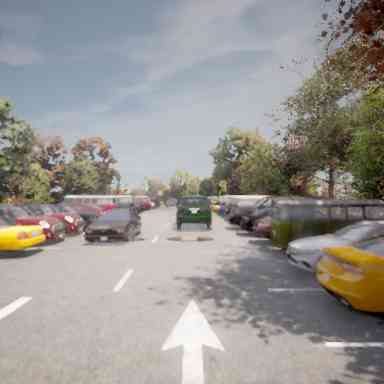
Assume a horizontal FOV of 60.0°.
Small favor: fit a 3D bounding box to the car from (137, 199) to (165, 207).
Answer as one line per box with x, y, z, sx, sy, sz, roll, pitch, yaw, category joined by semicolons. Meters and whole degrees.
-8.224;2.188;67.524;5.366;1.575;1.946;0;-1;0;car

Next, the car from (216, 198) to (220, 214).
5.046;1.531;31.299;5.008;1.535;2.097;0;-1;0;car

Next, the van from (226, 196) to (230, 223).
5.157;1.274;25.778;4.442;1.987;1.878;0;0;0;van

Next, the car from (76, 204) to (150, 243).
-3.634;1.556;16.434;2.033;1.411;5.357;-1;0;1;car

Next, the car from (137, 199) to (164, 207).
-8.033;2.122;64.756;4.892;1.521;2.231;0;-1;0;car

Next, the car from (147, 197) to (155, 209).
-8.033;1.768;45.334;5.008;1.535;2.097;0;-1;0;car

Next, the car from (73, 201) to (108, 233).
-8.045;1.496;20.370;5.008;1.535;2.097;0;0;0;car

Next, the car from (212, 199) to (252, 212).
5.035;1.719;42.377;4.892;1.521;2.231;0;-1;0;car

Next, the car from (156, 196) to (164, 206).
-8.067;1.704;56.441;5.566;2.045;2.435;0;-1;0;car

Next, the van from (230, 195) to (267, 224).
5.157;1.272;23.133;4.442;1.987;1.878;0;0;0;van

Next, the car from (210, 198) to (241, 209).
5.010;1.732;50.690;4.553;1.767;2.185;0;-1;0;car

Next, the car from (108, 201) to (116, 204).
-8.037;1.538;23.146;4.674;1.452;2.002;0;0;0;car

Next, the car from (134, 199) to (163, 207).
-8.032;2.058;61.985;5.008;1.535;2.097;0;-1;0;car

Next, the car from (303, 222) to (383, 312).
5.034;1.485;6.387;5.008;1.535;2.097;0;0;0;car

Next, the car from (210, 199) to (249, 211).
5.036;1.764;45.147;5.008;1.535;2.097;0;-1;0;car

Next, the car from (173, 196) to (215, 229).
0.113;1.241;22.071;2.150;2.045;5.566;0;0;0;car

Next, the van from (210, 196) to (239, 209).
5.158;1.679;53.461;4.442;1.987;1.878;0;-1;0;van

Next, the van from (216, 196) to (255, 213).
5.158;1.445;39.611;4.442;1.987;1.878;0;-1;0;van

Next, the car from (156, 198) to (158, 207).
-8.036;1.902;50.885;4.674;1.452;2.002;0;-1;0;car

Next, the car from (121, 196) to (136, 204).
-8.011;1.251;28.699;5.566;2.045;2.435;0;0;0;car

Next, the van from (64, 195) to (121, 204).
-8.156;1.275;25.923;4.442;1.987;1.878;0;0;0;van

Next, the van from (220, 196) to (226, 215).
4.924;1.276;28.681;4.442;1.987;1.878;0;-1;0;van

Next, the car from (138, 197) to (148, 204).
-8.069;1.704;39.783;4.792;1.488;2.163;0;-1;0;car

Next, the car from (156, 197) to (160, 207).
-8.009;1.938;53.660;4.792;1.488;2.163;0;-1;0;car

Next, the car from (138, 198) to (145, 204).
-8.036;1.668;37.006;4.674;1.452;2.002;0;-1;0;car

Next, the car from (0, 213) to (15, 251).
-8.046;1.489;9.265;4.892;1.521;2.231;0;0;0;car

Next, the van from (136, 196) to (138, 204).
-8.156;1.355;34.235;4.442;1.987;1.878;0;-1;0;van

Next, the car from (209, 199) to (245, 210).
5.036;1.813;48.042;5.008;1.535;2.097;0;-1;0;car

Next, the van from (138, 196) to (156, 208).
-7.922;1.589;48.114;4.442;1.987;1.878;0;-1;0;van

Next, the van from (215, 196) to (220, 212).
4.924;1.352;34.072;4.442;1.987;1.878;0;-1;0;van

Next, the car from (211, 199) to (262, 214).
4.856;1.621;36.836;5.366;1.575;1.946;0;-1;0;car

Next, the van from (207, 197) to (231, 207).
5.159;1.892;64.658;4.442;1.987;1.878;0;-1;0;van

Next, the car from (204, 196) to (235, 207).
5.069;1.801;61.767;5.566;2.045;2.435;0;-1;0;car

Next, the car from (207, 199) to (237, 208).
5.035;1.952;56.227;4.892;1.521;2.231;0;-1;0;car

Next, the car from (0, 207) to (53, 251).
-8.225;1.487;12.042;5.366;1.575;1.946;0;0;0;car

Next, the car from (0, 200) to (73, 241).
-8.071;1.366;14.818;4.553;1.767;2.185;0;0;0;car

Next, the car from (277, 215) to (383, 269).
5.043;1.527;9.282;4.674;1.452;2.002;0;0;0;car

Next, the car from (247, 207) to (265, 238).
5.038;1.531;14.696;4.674;1.452;2.002;0;0;0;car

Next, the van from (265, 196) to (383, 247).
5.157;1.263;12.053;4.442;1.987;1.878;0;0;0;van

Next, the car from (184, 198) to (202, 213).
0.101;1.549;39.988;2.097;1.767;4.553;0;-1;0;car

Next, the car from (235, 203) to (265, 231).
5.035;1.493;17.468;5.008;1.535;2.097;0;0;0;car

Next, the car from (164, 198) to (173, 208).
-3.544;1.873;59.037;2.097;1.767;4.553;0;-1;0;car
